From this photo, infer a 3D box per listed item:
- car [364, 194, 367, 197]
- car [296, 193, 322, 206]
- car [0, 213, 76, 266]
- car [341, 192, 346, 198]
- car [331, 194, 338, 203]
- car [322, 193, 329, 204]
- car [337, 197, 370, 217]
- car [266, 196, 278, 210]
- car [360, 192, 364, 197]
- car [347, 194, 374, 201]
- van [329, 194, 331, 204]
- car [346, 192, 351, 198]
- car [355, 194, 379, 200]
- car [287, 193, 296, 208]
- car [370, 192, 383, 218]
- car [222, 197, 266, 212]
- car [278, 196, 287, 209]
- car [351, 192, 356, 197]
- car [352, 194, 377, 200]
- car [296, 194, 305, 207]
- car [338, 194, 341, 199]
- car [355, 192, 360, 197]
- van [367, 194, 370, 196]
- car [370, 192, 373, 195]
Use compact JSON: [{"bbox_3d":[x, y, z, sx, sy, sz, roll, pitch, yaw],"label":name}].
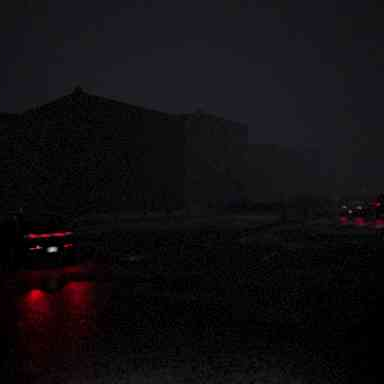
[{"bbox_3d":[34.702,1.228,72.588,4.892,1.521,2.231,0,0,41],"label":"car"},{"bbox_3d":[16.613,1.120,51.780,5.566,2.045,2.435,0,1,41],"label":"car"},{"bbox_3d":[-5.662,1.483,11.647,2.128,1.511,4.902,1,-1,-40],"label":"car"},{"bbox_3d":[25.643,1.162,62.198,4.553,1.767,2.185,0,0,41],"label":"car"},{"bbox_3d":[22.050,1.319,58.016,5.008,1.535,2.097,0,1,41],"label":"car"},{"bbox_3d":[18.581,1.351,53.724,5.366,1.575,1.946,0,1,41],"label":"car"},{"bbox_3d":[15.823,1.542,31.745,1.812,1.442,4.674,0,0,42],"label":"car"},{"bbox_3d":[7.596,1.442,41.349,5.008,1.535,2.097,0,0,41],"label":"car"},{"bbox_3d":[32.897,1.238,70.506,4.892,1.521,2.231,0,0,41],"label":"car"},{"bbox_3d":[39.978,1.200,78.963,5.366,1.575,1.946,0,0,41],"label":"car"},{"bbox_3d":[20.335,1.110,55.851,4.442,1.987,1.878,0,1,41],"label":"van"},{"bbox_3d":[27.497,1.147,64.240,4.553,1.767,2.185,0,0,41],"label":"car"},{"bbox_3d":[43.708,1.223,83.027,4.792,1.488,2.163,0,0,41],"label":"car"},{"bbox_3d":[11.236,1.295,45.489,4.553,1.767,2.185,0,0,41],"label":"car"},{"bbox_3d":[18.068,1.247,29.767,2.150,2.045,5.566,0,0,41],"label":"car"},{"bbox_3d":[5.814,1.324,39.237,4.553,1.767,2.185,0,0,41],"label":"car"},{"bbox_3d":[9.408,1.472,43.426,4.674,1.452,2.002,0,0,41],"label":"car"},{"bbox_3d":[29.284,1.261,66.340,4.892,1.521,2.231,0,0,41],"label":"car"},{"bbox_3d":[41.928,1.199,80.920,4.892,1.521,2.231,0,0,41],"label":"car"},{"bbox_3d":[13.017,1.408,47.601,4.892,1.521,2.231,0,0,41],"label":"car"},{"bbox_3d":[23.837,1.177,60.115,4.553,1.767,2.185,0,1,41],"label":"car"},{"bbox_3d":[31.091,1.249,68.423,4.892,1.521,2.231,0,0,41],"label":"car"},{"bbox_3d":[36.674,0.992,74.691,4.442,1.987,1.878,0,0,41],"label":"van"},{"bbox_3d":[38.312,1.250,76.757,4.674,1.452,2.002,0,0,41],"label":"car"}]
